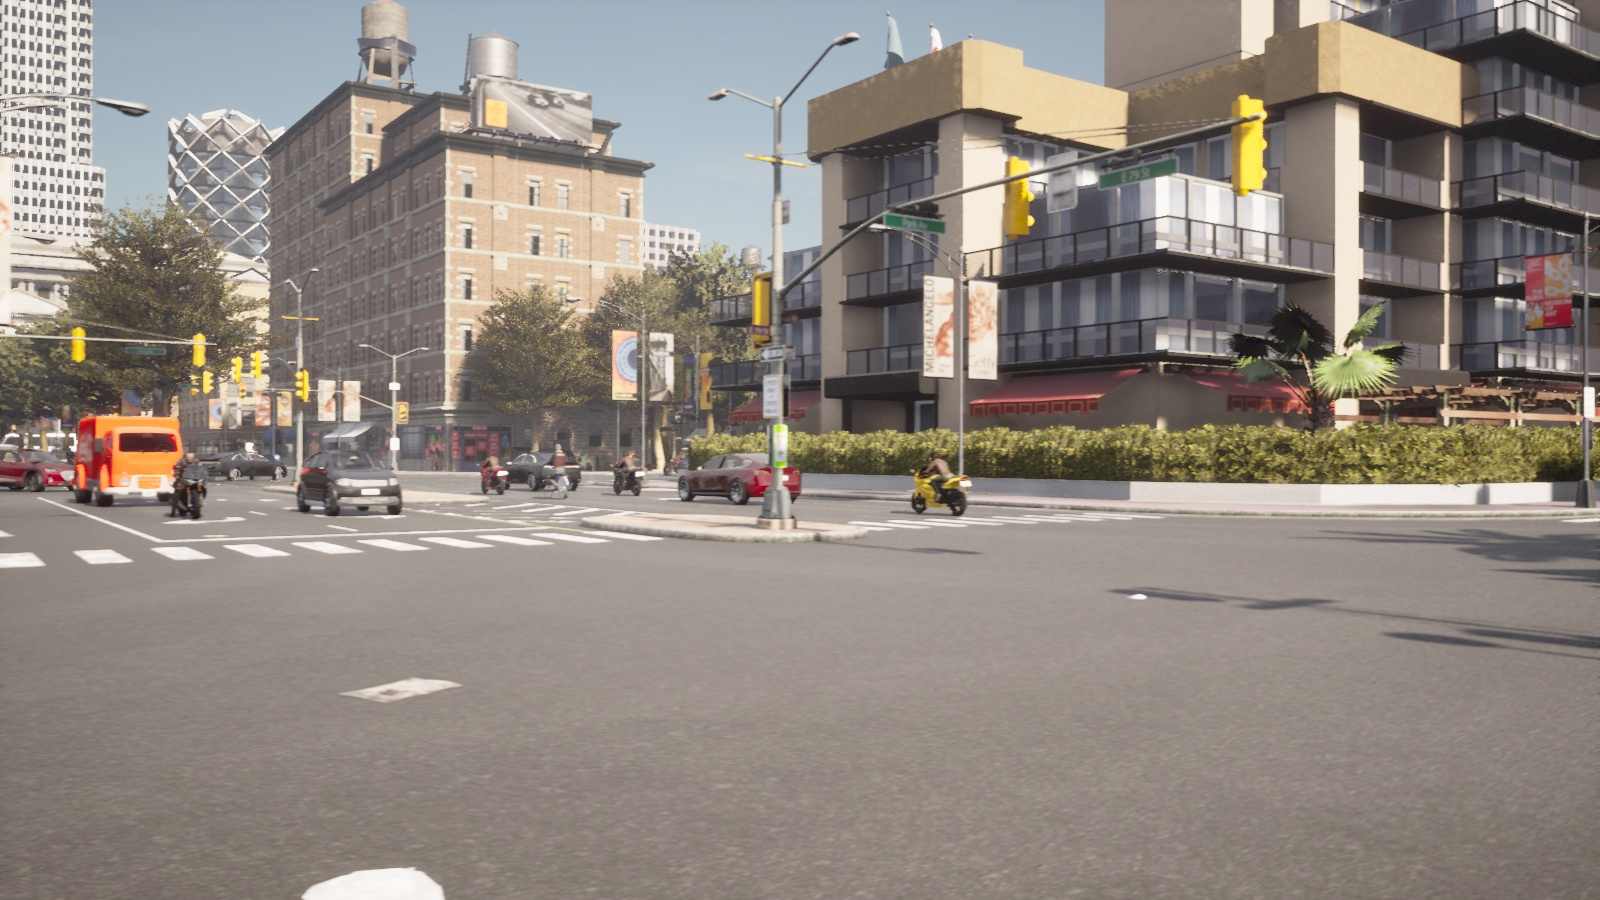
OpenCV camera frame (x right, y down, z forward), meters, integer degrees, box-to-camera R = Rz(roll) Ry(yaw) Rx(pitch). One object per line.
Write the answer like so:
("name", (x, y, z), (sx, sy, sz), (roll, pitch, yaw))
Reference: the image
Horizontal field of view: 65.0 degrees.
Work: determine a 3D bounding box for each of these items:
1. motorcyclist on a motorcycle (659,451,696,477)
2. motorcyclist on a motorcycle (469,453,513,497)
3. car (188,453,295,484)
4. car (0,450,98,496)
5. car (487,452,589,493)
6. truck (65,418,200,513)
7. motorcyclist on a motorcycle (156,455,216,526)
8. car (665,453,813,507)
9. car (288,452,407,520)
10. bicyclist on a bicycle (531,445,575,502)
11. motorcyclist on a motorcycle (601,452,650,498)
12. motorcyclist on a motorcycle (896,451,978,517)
("motorcyclist on a motorcycle", (-8.006, 0.914, 82.283), (2.350, 1.649, 0.766), (0, 0, -36))
("motorcyclist on a motorcycle", (-10.839, 0.858, 43.961), (0.797, 1.523, 2.044), (0, 0, -35))
("car", (-28.466, 0.919, 64.187), (2.128, 1.511, 4.902), (0, 0, 22))
("car", (-28.821, 0.850, 46.714), (4.856, 1.649, 2.033), (0, -1, 19))
("car", (-10.323, 0.843, 49.227), (2.128, 1.511, 4.902), (0, 0, -35))
("truck", (-18.936, 0.374, 35.482), (2.627, 2.467, 5.204), (0, 1, -37))
("motorcyclist on a motorcycle", (-13.891, 0.879, 28.378), (0.866, 1.530, 2.191), (0, 0, -35))
("car", (-1.886, 0.840, 37.380), (2.163, 1.488, 4.792), (0, 0, -35))
("car", (-10.972, 0.821, 30.313), (1.789, 1.549, 3.705), (0, 0, -35))
("bicyclist on a bicycle", (-7.805, 0.729, 39.679), (0.659, 1.776, 1.843), (0, 0, -35))
("motorcyclist on a motorcycle", (-6.012, 0.846, 43.202), (0.797, 1.523, 2.044), (0, 0, -35))
("motorcyclist on a motorcycle", (3.264, 0.794, 30.126), (0.797, 1.523, 2.044), (0, 0, -35))
